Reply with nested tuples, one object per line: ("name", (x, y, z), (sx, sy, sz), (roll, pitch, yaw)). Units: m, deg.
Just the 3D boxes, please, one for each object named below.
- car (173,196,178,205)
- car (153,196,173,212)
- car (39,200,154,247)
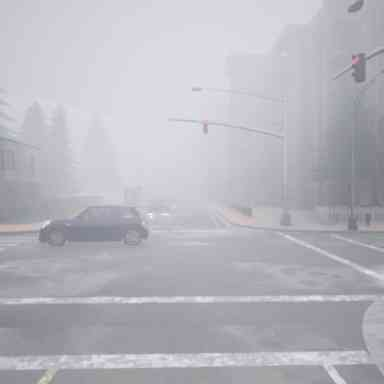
("car", (-3.535, 1.467, 58.818), (1.837, 1.490, 4.892), (0, 0, 0))
("car", (-3.617, 1.322, 37.413), (2.097, 1.767, 4.553), (0, 0, 0))
("car", (-4.090, 1.329, 14.414), (4.553, 1.767, 2.097), (0, 0, -4))
